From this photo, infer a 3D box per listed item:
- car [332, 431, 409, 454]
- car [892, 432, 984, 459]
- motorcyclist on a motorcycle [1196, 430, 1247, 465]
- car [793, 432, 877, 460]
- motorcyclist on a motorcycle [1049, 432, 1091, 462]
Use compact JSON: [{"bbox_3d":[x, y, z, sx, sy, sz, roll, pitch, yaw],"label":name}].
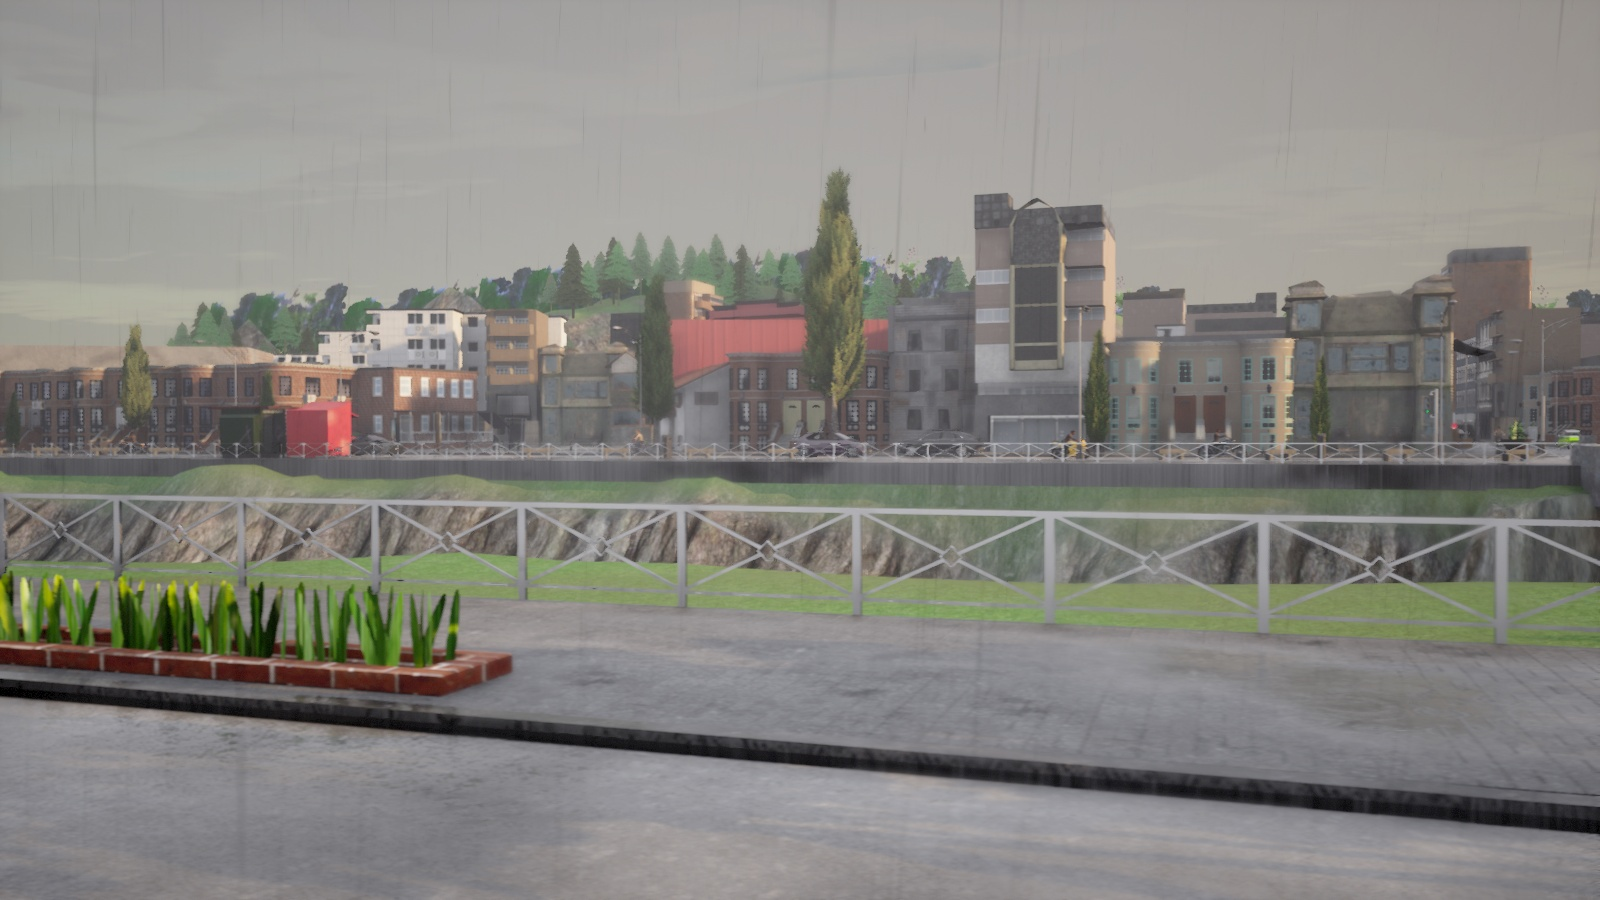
[{"bbox_3d":[-26.579,-0.478,77.746,4.181,1.385,1.994,1,1,19],"label":"car"},{"bbox_3d":[7.744,-0.275,70.440,4.892,1.490,1.837,1,1,19],"label":"car"},{"bbox_3d":[20.771,-0.136,61.844,2.350,1.649,0.766,1,1,18],"label":"motorcyclist on a motorcycle"},{"bbox_3d":[1.892,-0.254,68.187,4.193,1.474,1.816,1,1,19],"label":"car"},{"bbox_3d":[13.799,-0.170,64.189,2.044,1.523,0.797,0,1,19],"label":"motorcyclist on a motorcycle"}]
